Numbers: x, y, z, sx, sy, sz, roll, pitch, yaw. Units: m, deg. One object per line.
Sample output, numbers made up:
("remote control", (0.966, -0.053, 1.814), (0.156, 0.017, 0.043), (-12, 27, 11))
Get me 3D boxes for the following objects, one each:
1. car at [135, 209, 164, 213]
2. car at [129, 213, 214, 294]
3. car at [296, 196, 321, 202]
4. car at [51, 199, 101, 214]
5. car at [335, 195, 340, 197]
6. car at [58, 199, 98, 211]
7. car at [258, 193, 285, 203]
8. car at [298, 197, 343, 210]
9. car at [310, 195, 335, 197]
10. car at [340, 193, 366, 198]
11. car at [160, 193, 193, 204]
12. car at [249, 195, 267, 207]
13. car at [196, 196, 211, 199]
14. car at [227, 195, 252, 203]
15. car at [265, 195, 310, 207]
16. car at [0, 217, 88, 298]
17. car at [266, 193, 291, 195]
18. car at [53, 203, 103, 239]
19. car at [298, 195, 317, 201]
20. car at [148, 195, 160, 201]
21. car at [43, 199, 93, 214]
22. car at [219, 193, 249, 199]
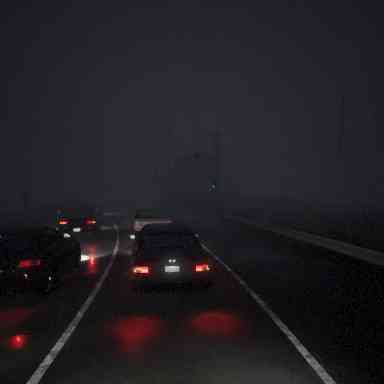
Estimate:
("car", (-2.375, 1.601, 18.476), (1.895, 1.301, 4.718), (0, 0, -12))
("car", (-0.695, 1.547, 8.975), (2.033, 1.411, 5.357), (0, 0, -7))
("car", (26.519, 1.540, 75.814), (5.357, 1.411, 2.033), (0, 0, -22))
("car", (-12.281, 1.510, 35.293), (4.892, 1.490, 1.837), (0, 0, -20))
("car", (35.181, 1.525, 80.927), (4.902, 1.511, 2.128), (0, 0, -34))
("car", (-14.384, 1.606, 41.974), (4.718, 1.301, 1.895), (0, 0, -20))
("car", (17.260, 1.225, 72.090), (5.566, 2.045, 2.150), (0, 0, -20))
("car", (16.277, 1.601, 41.865), (4.718, 1.301, 1.895), (0, 0, -20))
("car", (26.141, 1.478, 67.956), (5.008, 1.535, 1.882), (0, 0, -22))
("car", (35.680, 1.225, 72.887), (5.566, 2.045, 2.150), (0, 0, -30))
("car", (-2.686, 1.352, 57.563), (4.553, 1.767, 2.097), (0, 0, -20))
("car", (11.632, 1.601, 51.353), (4.718, 1.301, 1.895), (0, 0, -20))
("car", (2.253, 1.552, 70.401), (4.181, 1.385, 1.994), (0, 0, -20))
("car", (10.463, 1.525, 73.360), (4.902, 1.511, 2.128), (0, 0, -20))
("car", (12.728, 1.492, 44.307), (4.902, 1.511, 2.128), (0, 0, -20))
("car", (-4.210, 1.564, 8.532), (1.994, 1.385, 4.181), (0, 0, -6))
("car", (16.835, 1.221, 64.545), (5.566, 2.045, 2.150), (0, 0, -19))
("car", (-5.689, 1.526, 17.142), (1.812, 1.442, 4.674), (0, 0, -13))
("car", (28.100, 1.552, 80.599), (4.181, 1.385, 1.994), (0, 0, -26))
("car", (-6.925, 1.352, 67.156), (4.553, 1.767, 2.097), (0, 0, -20))
("car", (-11.325, 1.553, 31.917), (5.357, 1.411, 2.033), (0, 0, -20))
("car", (7.074, 1.221, 61.066), (5.566, 2.045, 2.150), (0, 0, -19))
